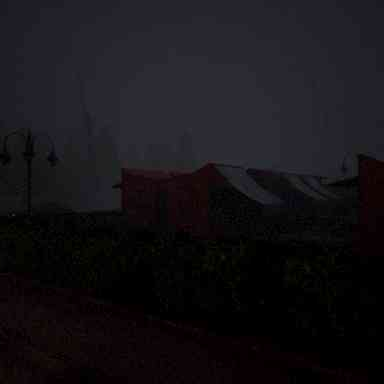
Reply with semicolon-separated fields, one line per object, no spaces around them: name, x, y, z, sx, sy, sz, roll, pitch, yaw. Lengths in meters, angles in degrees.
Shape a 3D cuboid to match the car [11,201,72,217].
car;-12.437;1.559;27.803;1.837;1.490;4.892;0;0;36
